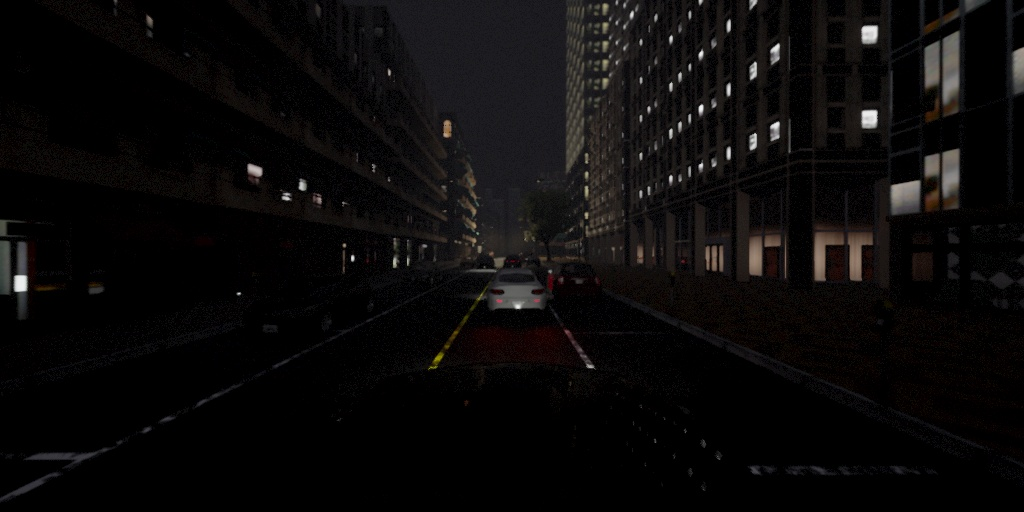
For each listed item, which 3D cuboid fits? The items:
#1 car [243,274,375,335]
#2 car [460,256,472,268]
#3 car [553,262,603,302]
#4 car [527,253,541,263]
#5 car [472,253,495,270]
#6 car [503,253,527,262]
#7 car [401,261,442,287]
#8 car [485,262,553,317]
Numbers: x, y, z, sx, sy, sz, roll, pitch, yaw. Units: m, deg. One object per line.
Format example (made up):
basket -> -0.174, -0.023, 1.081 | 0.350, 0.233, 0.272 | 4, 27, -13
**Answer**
car -> -5.329, 1.187, 10.078 | 1.948, 1.339, 4.313 | 0, 0, 0
car -> -5.306, 0.631, 43.784 | 1.751, 1.417, 4.829 | 0, 0, 0
car -> 2.558, 0.975, 15.606 | 1.967, 1.591, 4.097 | 0, 0, 0
car -> 2.542, 0.656, 43.865 | 2.007, 1.370, 4.403 | 0, 0, 0
car -> -2.814, 0.716, 39.763 | 2.033, 1.411, 5.357 | 0, 1, 0
car -> 0.081, 0.707, 36.617 | 2.128, 1.511, 4.902 | 0, 1, 0
car -> -5.300, 0.998, 21.370 | 2.007, 1.370, 4.403 | 0, 0, 0
car -> 0.113, 1.114, 12.209 | 1.812, 1.442, 4.674 | 0, 1, -1
